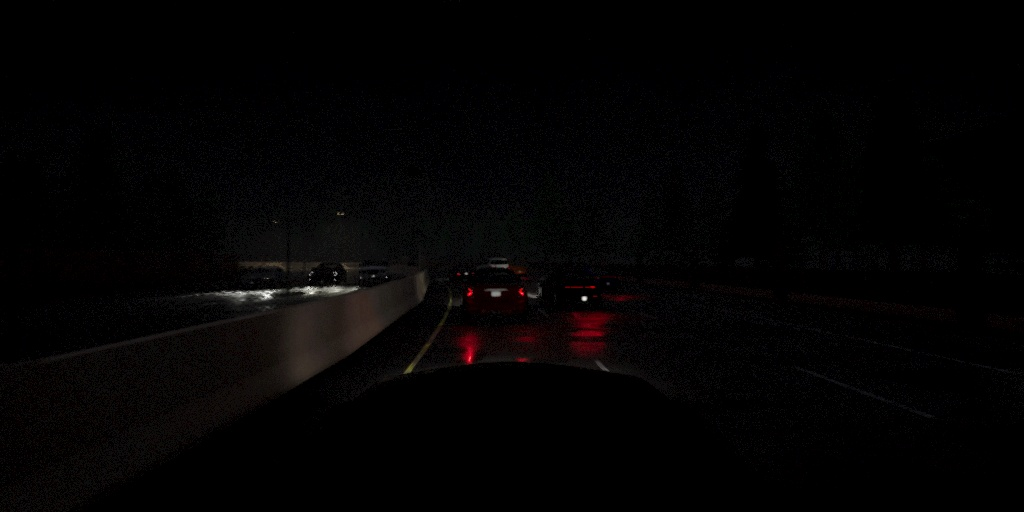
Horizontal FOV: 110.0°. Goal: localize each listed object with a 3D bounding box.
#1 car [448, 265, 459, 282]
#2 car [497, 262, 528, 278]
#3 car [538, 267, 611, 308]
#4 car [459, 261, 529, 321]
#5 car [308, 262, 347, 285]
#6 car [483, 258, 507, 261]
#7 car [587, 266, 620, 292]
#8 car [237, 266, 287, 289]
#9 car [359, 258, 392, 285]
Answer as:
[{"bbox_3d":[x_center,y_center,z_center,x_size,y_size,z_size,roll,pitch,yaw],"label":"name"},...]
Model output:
[{"bbox_3d":[-4.504,1.530,31.877,2.033,1.411,5.357,0,0,-17],"label":"car"},{"bbox_3d":[0.005,1.519,40.046,1.882,1.535,5.008,0,0,-20],"label":"car"},{"bbox_3d":[2.463,1.364,16.100,1.837,1.490,4.892,0,0,-7],"label":"car"},{"bbox_3d":[-0.691,1.189,13.020,2.097,1.767,4.553,0,0,-6],"label":"car"},{"bbox_3d":[-14.421,1.313,28.221,2.097,1.767,4.553,0,0,-16],"label":"car"},{"bbox_3d":[-1.921,1.227,35.176,2.150,2.045,5.566,0,-1,-18],"label":"car"},{"bbox_3d":[4.913,1.381,22.399,1.882,1.535,5.008,0,0,-10],"label":"car"},{"bbox_3d":[-17.261,1.467,25.251,1.812,1.442,4.674,0,-1,-15],"label":"car"},{"bbox_3d":[-11.104,1.195,29.393,2.150,2.045,5.566,0,-1,-16],"label":"car"}]
